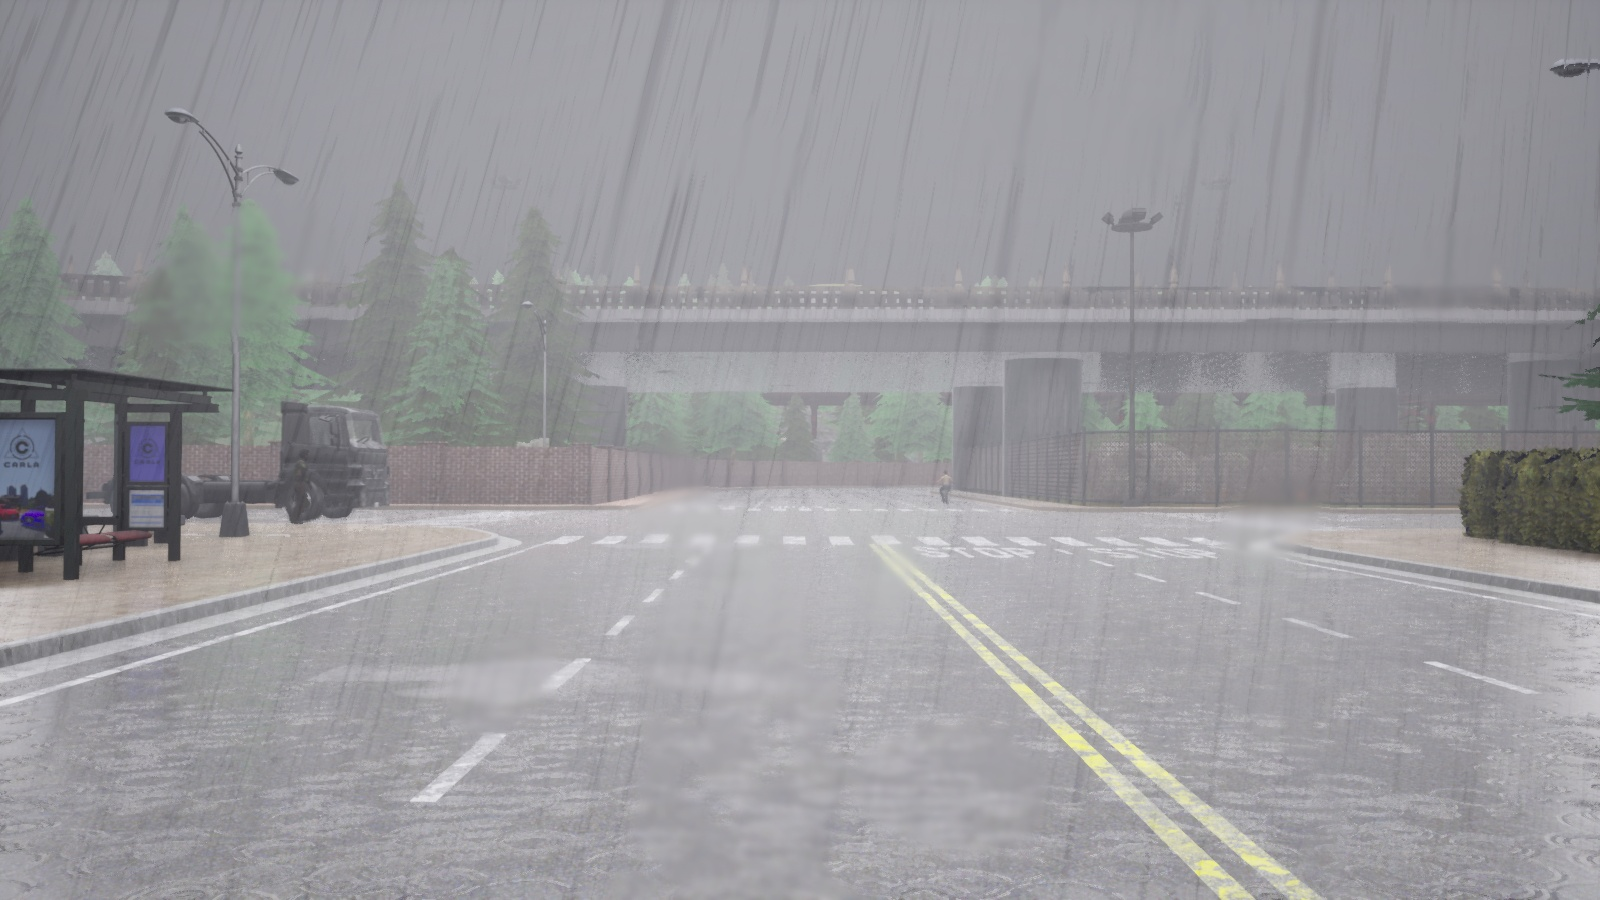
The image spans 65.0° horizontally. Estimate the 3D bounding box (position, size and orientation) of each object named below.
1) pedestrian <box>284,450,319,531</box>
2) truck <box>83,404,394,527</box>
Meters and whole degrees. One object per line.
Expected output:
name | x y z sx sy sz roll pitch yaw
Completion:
pedestrian | -12.081 0.971 30.428 0.692 1.930 0.395 1 -1 -40
truck | -16.481 0.468 37.257 7.936 3.462 2.891 0 -1 1
